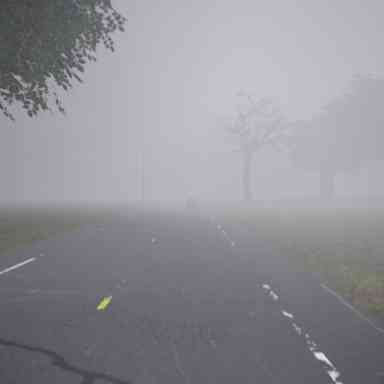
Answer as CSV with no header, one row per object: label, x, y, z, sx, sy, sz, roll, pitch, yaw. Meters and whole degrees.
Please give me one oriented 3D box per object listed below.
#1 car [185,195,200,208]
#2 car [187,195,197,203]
car,0.053,1.442,45.268,2.033,1.411,5.357,0,0,0
car,0.029,1.386,64.471,1.812,1.442,4.674,0,0,0
